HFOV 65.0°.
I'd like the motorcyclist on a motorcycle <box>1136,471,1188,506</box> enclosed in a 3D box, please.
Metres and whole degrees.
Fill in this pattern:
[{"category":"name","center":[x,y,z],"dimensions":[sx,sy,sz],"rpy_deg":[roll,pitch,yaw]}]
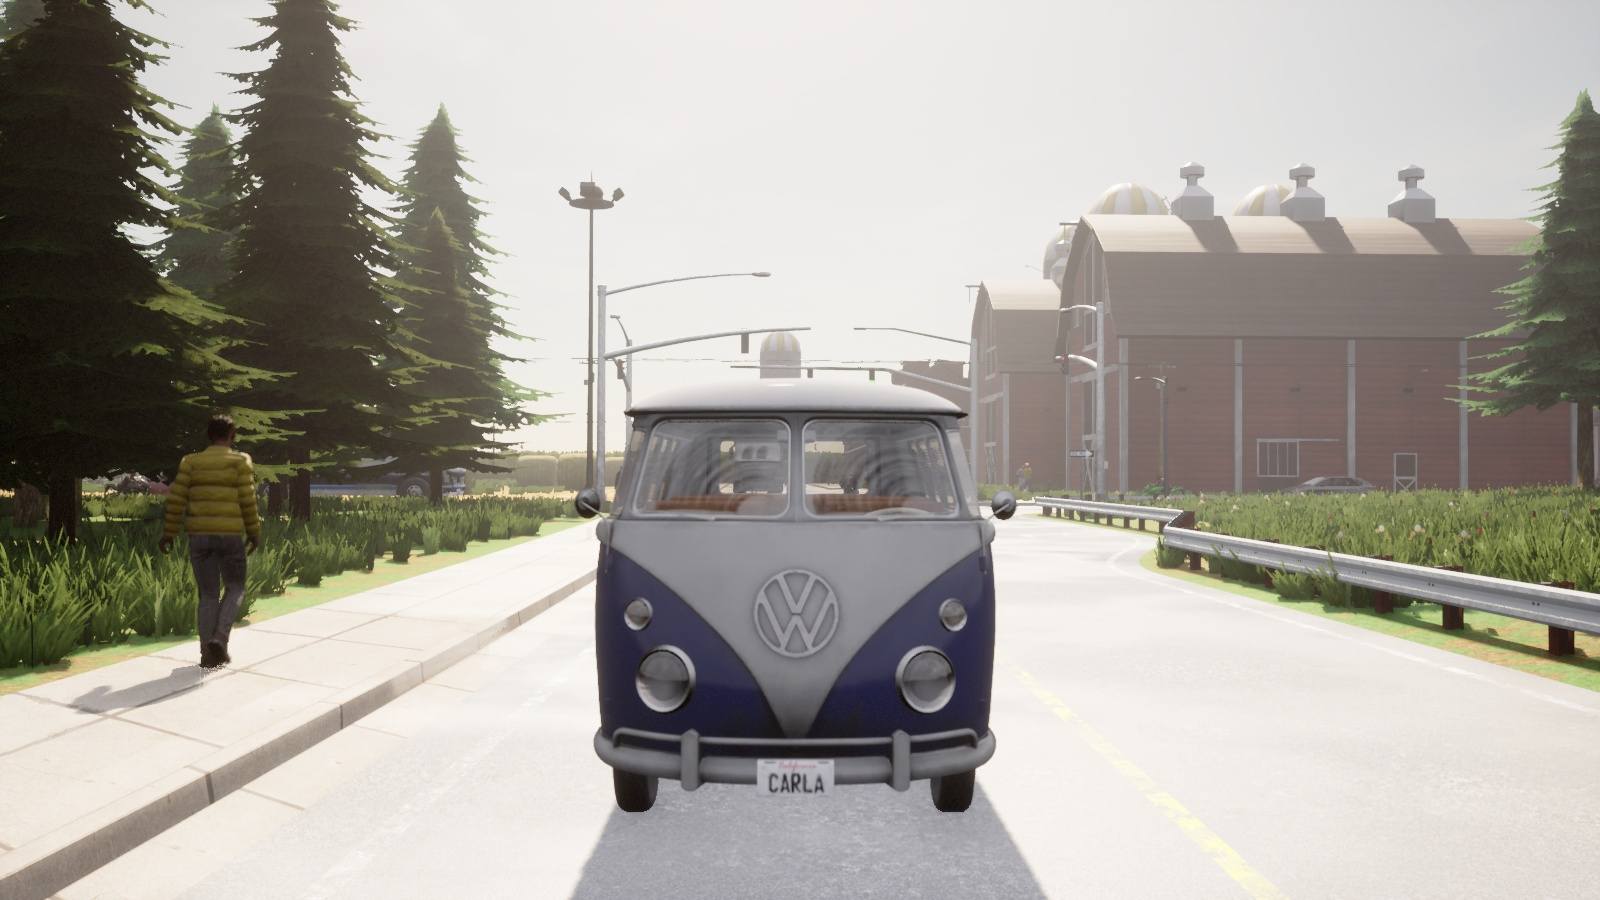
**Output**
[{"category":"motorcyclist on a motorcycle","center":[16.080,1.694,55.812],"dimensions":[2.044,1.523,0.797],"rpy_deg":[0,-1,-1]}]

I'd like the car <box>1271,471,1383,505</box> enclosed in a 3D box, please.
[{"category":"car","center":[23.452,1.699,55.983],"dimensions":[4.193,1.474,1.816],"rpy_deg":[0,-1,-1]}]

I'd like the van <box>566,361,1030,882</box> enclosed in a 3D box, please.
[{"category":"van","center":[-0.026,0.683,7.040],"dimensions":[1.775,1.987,4.442],"rpy_deg":[0,-1,0]}]

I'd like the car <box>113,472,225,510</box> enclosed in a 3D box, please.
[{"category":"car","center":[-27.492,1.767,54.799],"dimensions":[3.988,1.617,1.851],"rpy_deg":[0,-1,-1]}]

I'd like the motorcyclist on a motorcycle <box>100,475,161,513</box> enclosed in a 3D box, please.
[{"category":"motorcyclist on a motorcycle","center":[-27.342,1.792,51.301],"dimensions":[2.044,1.523,0.797],"rpy_deg":[0,-1,-1]}]

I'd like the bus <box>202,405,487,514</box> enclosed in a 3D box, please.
[{"category":"bus","center":[-18.437,0.402,51.531],"dimensions":[10.273,4.253,3.944],"rpy_deg":[0,-1,-1]}]

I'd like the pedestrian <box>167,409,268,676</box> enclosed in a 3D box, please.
[{"category":"pedestrian","center":[-4.176,0.645,9.031],"dimensions":[0.431,1.840,0.709],"rpy_deg":[0,-1,-4]}]

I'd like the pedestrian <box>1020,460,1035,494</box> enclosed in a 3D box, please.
[{"category":"pedestrian","center":[12.132,1.428,66.991],"dimensions":[0.706,1.836,0.354],"rpy_deg":[0,-1,-31]}]
